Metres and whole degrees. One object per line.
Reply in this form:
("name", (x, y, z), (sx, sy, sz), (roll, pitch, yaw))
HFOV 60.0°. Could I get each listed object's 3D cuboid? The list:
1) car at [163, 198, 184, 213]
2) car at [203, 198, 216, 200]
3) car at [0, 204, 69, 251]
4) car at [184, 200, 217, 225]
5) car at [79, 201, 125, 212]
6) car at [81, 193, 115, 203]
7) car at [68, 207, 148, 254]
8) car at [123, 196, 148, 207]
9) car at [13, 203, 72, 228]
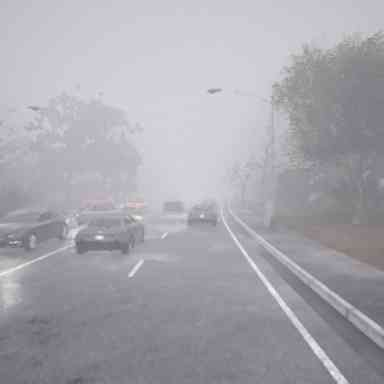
("car", (-1.929, 1.422, 36.628), (1.882, 1.535, 5.008), (0, 0, 4))
("car", (2.452, 1.496, 46.592), (1.994, 1.385, 4.181), (0, 0, 6))
("car", (-6.831, 1.481, 14.032), (1.837, 1.490, 4.892), (0, 0, 2))
("car", (0.752, 1.529, 23.508), (1.994, 1.385, 4.181), (0, 0, 3))
("car", (-6.438, 1.563, 23.217), (1.895, 1.301, 4.718), (0, 0, 3))
("car", (-9.320, 1.167, 33.268), (2.150, 2.045, 5.566), (0, 0, 3))
("car", (-3.147, 1.542, 13.515), (1.994, 1.385, 4.181), (0, 0, 2))
("car", (-5.800, 1.299, 33.461), (2.097, 1.767, 4.553), (0, 0, 3))
("car", (-9.973, 1.525, 22.597), (1.994, 1.385, 4.181), (0, 0, 3))
